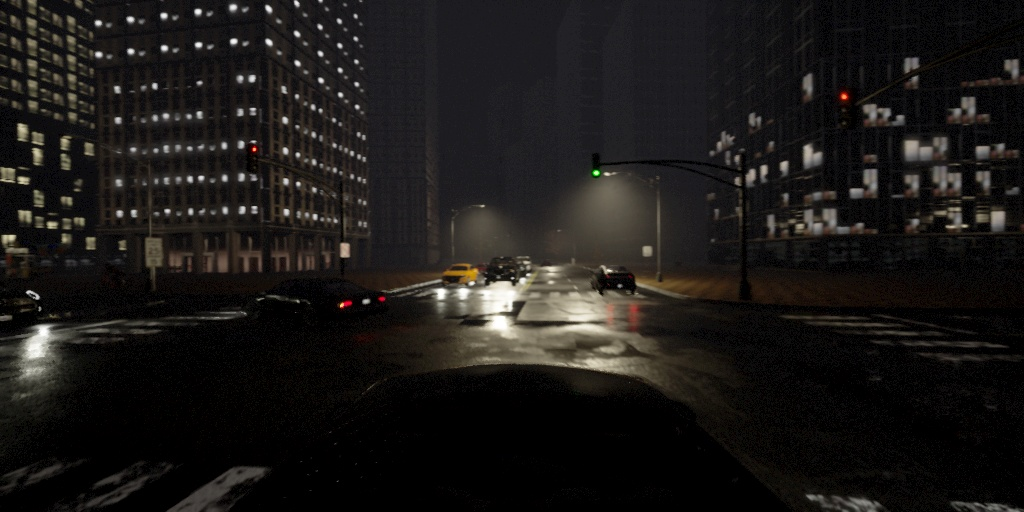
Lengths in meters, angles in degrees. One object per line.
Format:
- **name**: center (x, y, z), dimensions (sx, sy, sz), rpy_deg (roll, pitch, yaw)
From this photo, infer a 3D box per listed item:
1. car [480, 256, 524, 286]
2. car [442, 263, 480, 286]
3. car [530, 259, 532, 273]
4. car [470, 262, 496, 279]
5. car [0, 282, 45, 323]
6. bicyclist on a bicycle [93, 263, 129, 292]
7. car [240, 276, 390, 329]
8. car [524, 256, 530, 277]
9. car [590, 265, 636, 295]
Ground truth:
- **car**: center (-0.605, 1.057, 26.279), dimensions (2.150, 2.045, 5.566), rpy_deg (-1, 0, 6)
- **car**: center (-3.802, 1.350, 26.927), dimensions (1.882, 1.535, 5.008), rpy_deg (-1, 0, 6)
- **car**: center (1.461, 1.079, 46.355), dimensions (2.150, 2.045, 5.566), rpy_deg (-1, 0, 6)
- **car**: center (-2.841, 1.410, 36.289), dimensions (1.812, 1.442, 4.674), rpy_deg (-1, 0, 6)
- **car**: center (-17.132, 1.256, 10.801), dimensions (4.553, 1.767, 2.097), rpy_deg (0, 0, 7)
- **bicyclist on a bicycle**: center (-22.686, 1.202, 20.293), dimensions (0.582, 1.620, 1.656), rpy_deg (0, 1, 7)
- **car**: center (-6.415, 1.370, 11.519), dimensions (5.357, 1.411, 2.033), rpy_deg (0, 0, 28)
- **car**: center (0.412, 1.199, 36.180), dimensions (2.097, 1.767, 4.553), rpy_deg (-1, 0, 6)
- **car**: center (5.466, 1.241, 19.767), dimensions (2.128, 1.511, 4.902), rpy_deg (-1, 0, 6)
